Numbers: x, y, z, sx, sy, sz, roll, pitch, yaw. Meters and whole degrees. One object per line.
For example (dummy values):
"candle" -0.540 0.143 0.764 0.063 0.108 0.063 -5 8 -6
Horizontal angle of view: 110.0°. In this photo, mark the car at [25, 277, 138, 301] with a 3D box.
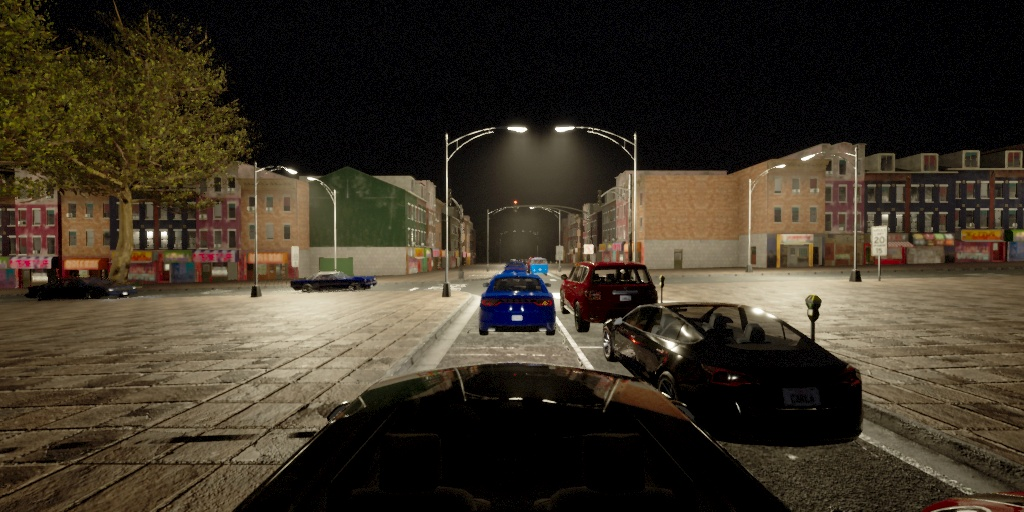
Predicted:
"car" -27.025 2.055 22.571 5.357 1.411 2.033 -2 1 0

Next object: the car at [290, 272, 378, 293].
"car" -11.046 1.632 22.520 4.718 1.301 1.895 -2 1 0

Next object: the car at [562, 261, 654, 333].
"car" 2.668 1.064 10.736 2.192 1.841 5.009 0 0 0

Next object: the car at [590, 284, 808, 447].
"car" 2.647 1.315 5.333 1.948 1.339 4.313 0 0 0

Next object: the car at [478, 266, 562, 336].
"car" 0.147 1.227 10.460 1.882 1.535 5.008 0 0 1

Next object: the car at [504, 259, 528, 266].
"car" 0.286 1.237 32.310 1.882 1.535 5.008 1 0 3

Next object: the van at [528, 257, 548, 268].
"van" 2.770 1.105 37.096 1.690 1.789 3.998 0 0 0
